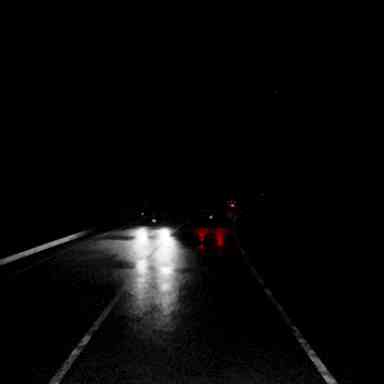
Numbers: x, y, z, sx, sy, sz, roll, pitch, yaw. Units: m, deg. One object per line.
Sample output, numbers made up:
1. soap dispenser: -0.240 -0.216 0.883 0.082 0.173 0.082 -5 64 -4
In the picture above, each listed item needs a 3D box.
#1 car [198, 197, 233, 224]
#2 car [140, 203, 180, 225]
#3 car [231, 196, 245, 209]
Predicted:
1. car: 1.545 1.367 23.488 2.128 1.511 4.902 1 1 8
2. car: -2.060 1.442 22.524 1.895 1.301 4.718 1 1 7
3. car: 5.395 1.293 40.908 1.837 1.490 4.892 2 0 16
